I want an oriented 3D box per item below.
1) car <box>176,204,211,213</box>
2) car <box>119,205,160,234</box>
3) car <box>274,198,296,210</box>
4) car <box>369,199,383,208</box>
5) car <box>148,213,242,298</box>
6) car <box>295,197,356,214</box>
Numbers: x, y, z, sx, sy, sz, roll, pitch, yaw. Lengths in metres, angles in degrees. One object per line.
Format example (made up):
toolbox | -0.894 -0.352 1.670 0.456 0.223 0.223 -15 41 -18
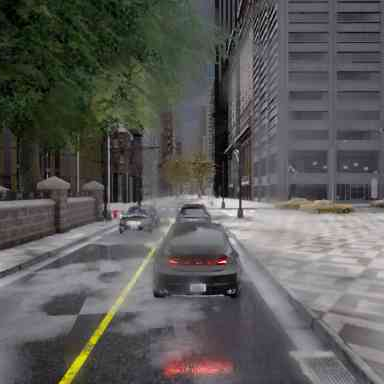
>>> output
car | 0.098 1.441 18.651 2.033 1.649 4.856 0 0 1
car | -2.967 1.533 19.478 2.128 1.511 4.902 0 0 0
car | 12.104 1.330 39.106 4.829 1.417 1.752 -1 1 0
car | 23.445 1.145 39.043 4.829 1.417 1.752 -1 1 0
car | 0.113 1.508 8.521 1.837 1.490 4.892 0 0 0
car | 12.407 1.342 30.579 4.829 1.417 1.752 -1 1 0
